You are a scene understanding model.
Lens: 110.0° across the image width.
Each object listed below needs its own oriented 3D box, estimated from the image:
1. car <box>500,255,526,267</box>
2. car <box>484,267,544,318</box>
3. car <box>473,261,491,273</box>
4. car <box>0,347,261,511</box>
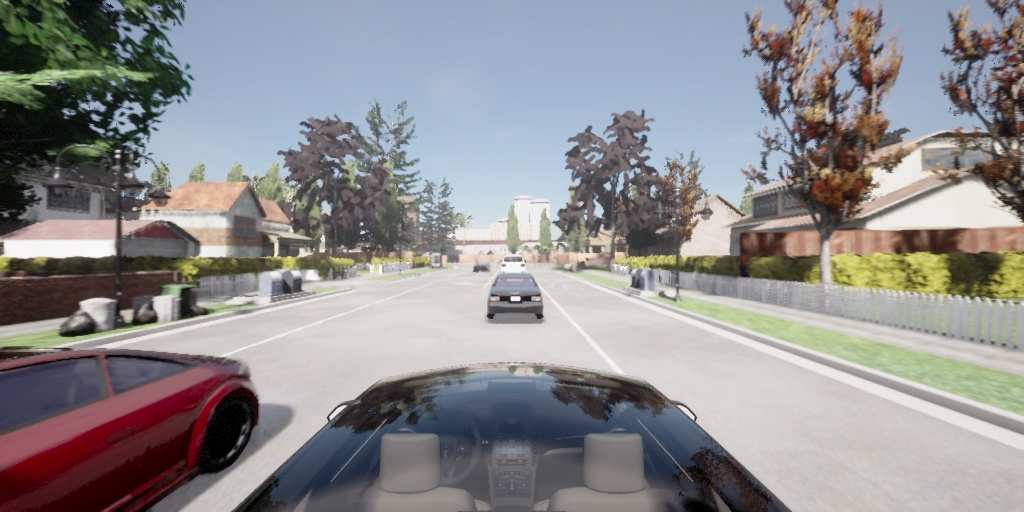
[{"bbox_3d":[0.106,0.937,32.323,2.150,2.045,5.566,0,0,0],"label":"car"},{"bbox_3d":[0.103,1.295,13.002,2.033,1.411,5.357,0,0,0],"label":"car"},{"bbox_3d":[-3.573,1.299,42.807,1.895,1.301,4.718,0,0,0],"label":"car"},{"bbox_3d":[-3.600,1.314,1.989,1.994,1.385,4.181,0,0,0],"label":"car"}]
